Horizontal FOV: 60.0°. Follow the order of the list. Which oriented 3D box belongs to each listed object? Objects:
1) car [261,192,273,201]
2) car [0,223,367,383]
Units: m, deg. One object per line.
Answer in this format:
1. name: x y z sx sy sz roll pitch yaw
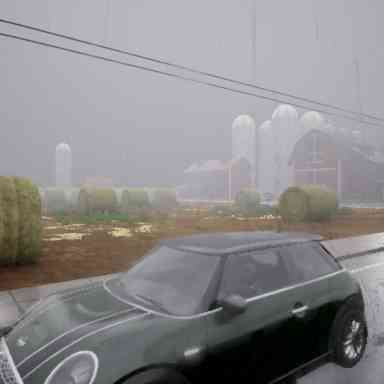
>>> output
1. car: 15.789 1.117 72.832 3.866 1.878 1.905 -2 5 10
2. car: 0.161 1.351 4.124 4.553 1.767 2.097 0 0 -36
